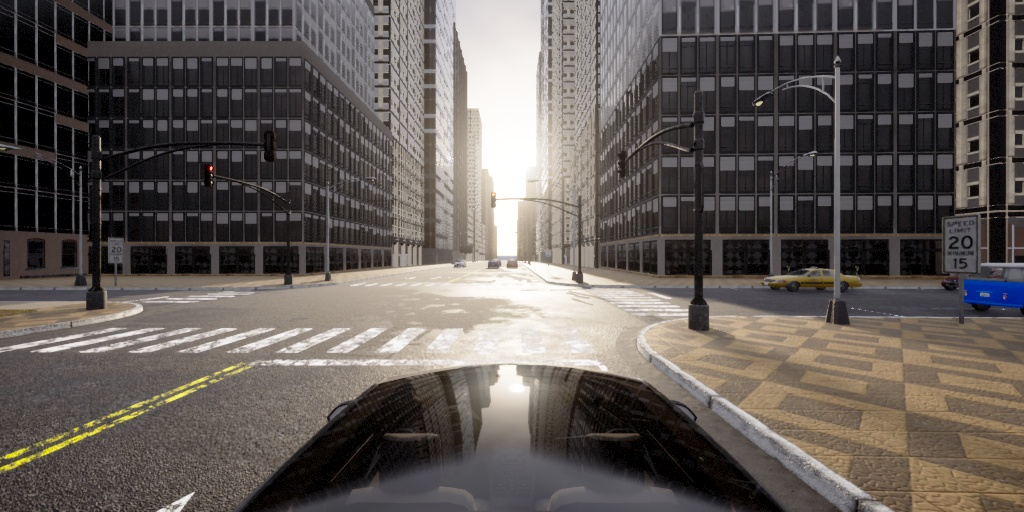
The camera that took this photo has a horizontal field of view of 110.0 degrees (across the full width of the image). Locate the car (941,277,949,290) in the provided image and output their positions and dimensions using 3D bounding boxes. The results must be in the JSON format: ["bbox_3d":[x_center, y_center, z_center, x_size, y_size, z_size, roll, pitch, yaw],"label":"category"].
[{"bbox_3d":[26.935,1.356,20.143,4.207,1.307,1.802,0,0,2],"label":"car"}]

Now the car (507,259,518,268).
[{"bbox_3d":[0.045,1.425,63.647,1.994,1.385,4.181,0,0,0],"label":"car"}]

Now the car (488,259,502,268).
[{"bbox_3d":[-3.206,1.335,62.817,1.882,1.535,5.008,0,0,0],"label":"car"}]

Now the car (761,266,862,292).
[{"bbox_3d":[17.101,1.293,20.635,4.829,1.417,1.751,0,0,2],"label":"car"}]

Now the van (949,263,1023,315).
[{"bbox_3d":[18.366,1.119,12.462,3.998,1.789,1.690,0,0,2],"label":"van"}]
